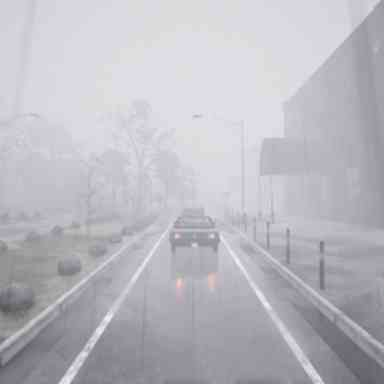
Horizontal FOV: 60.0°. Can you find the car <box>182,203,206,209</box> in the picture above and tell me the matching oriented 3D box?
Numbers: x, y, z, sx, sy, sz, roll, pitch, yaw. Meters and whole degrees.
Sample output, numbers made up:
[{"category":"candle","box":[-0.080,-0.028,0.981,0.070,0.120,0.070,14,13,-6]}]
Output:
[{"category":"car","box":[0.139,1.692,28.069,1.882,1.535,5.008,0,-1,1]}]

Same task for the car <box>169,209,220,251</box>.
[{"category":"car","box":[0.092,1.632,14.186,1.895,1.301,4.718,0,0,0]}]

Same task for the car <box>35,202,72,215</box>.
[{"category":"car","box":[-19.097,2.172,45.785,4.553,1.767,2.097,2,-3,-41]}]
